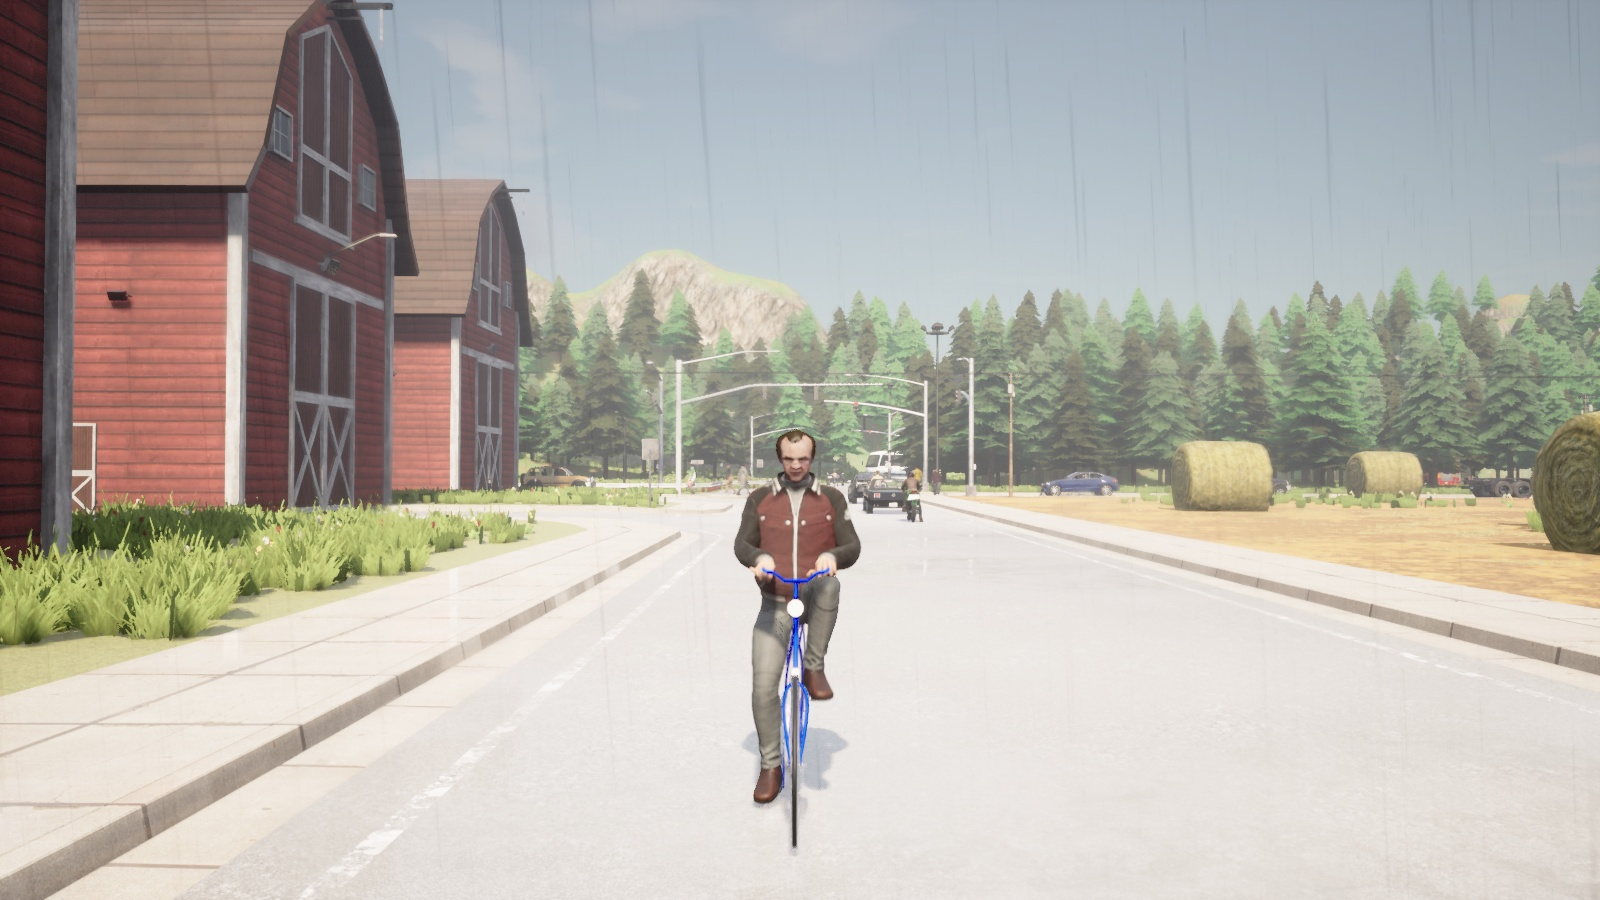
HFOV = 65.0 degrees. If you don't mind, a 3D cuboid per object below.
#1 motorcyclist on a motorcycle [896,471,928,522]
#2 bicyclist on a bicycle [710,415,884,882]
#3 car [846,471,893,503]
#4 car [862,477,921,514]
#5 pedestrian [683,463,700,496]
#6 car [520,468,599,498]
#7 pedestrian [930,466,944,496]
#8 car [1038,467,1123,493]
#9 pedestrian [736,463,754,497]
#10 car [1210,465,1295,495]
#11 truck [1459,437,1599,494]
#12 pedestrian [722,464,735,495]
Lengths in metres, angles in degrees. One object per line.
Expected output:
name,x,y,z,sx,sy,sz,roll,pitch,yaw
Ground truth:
motorcyclist on a motorcycle,3.412,1.405,38.440,0.797,1.523,2.044,0,-1,0
bicyclist on a bicycle,-0.014,0.781,5.725,0.659,1.776,1.843,0,-2,0
car,3.355,1.770,61.217,2.007,1.525,4.514,0,-1,0
car,3.386,1.696,47.437,1.895,1.301,4.718,0,-1,0
pedestrian,-6.440,1.759,74.404,0.873,1.952,0.659,0,-1,5
car,-15.095,2.041,78.929,4.605,1.855,1.932,0,-1,1
pedestrian,8.554,1.913,78.430,0.634,1.844,0.899,0,-1,-6
car,18.268,1.919,81.906,5.027,1.651,2.152,0,-1,1
pedestrian,-3.115,1.689,71.183,0.873,1.952,0.659,0,-1,-20
car,28.138,1.855,78.252,4.605,1.855,1.932,0,-1,1
truck,45.701,0.983,77.990,7.936,3.462,2.891,0,-1,1
pedestrian,-4.234,1.735,74.191,0.694,1.848,0.540,0,-1,2
